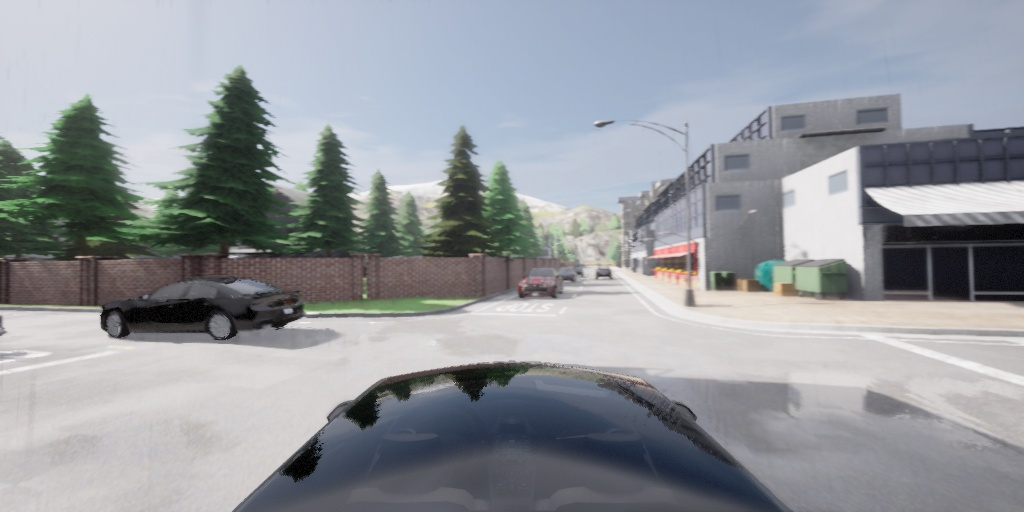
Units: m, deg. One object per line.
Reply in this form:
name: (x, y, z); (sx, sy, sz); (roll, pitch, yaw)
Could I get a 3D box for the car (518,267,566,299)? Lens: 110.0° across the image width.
car: (1.762, 1.481, 21.140); (2.097, 1.767, 4.553); (-1, -1, 14)

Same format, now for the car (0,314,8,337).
car: (-13.069, 1.457, 7.234); (4.718, 1.301, 1.895); (-1, -1, 12)

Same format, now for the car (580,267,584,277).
car: (8.945, 2.215, 49.797); (1.895, 1.301, 4.718); (-1, -1, 14)

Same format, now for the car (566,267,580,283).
car: (5.442, 1.886, 35.902); (1.837, 1.490, 4.892); (-1, -2, 14)

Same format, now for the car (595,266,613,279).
car: (10.952, 1.940, 42.762); (2.128, 1.511, 4.902); (-1, -1, 14)

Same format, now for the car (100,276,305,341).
car: (-8.234, 1.318, 9.655); (5.008, 1.535, 1.882); (-1, 0, 8)
